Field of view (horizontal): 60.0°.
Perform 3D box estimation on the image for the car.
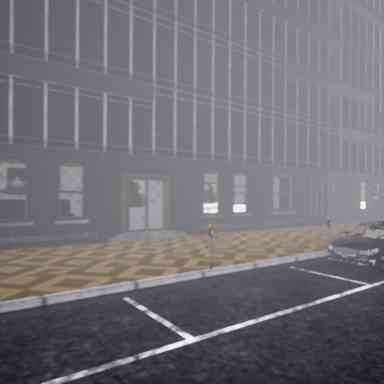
[{"bbox_3d":[6.267,1.664,11.030,4.403,1.369,2.008,1,0,-35],"label":"car"}]
